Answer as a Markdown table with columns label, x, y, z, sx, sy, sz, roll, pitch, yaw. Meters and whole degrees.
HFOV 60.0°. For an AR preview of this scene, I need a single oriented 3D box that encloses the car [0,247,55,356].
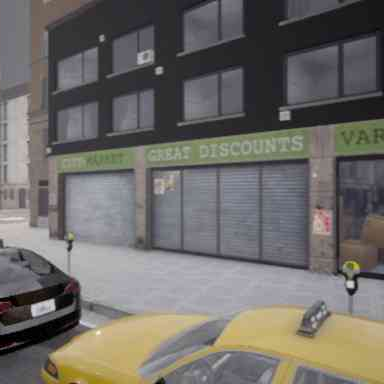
| label | x | y | z | sx | sy | sz | roll | pitch | yaw |
| --- | --- | --- | --- | --- | --- | --- | --- | --- | --- |
| car | -3.716 | 1.641 | 5.748 | 4.313 | 1.339 | 1.947 | -1 | 0 | 36 |

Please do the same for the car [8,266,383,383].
| label | x | y | z | sx | sy | sz | roll | pitch | yaw |
| --- | --- | --- | --- | --- | --- | --- | --- | --- | --- |
| car | 0.690 | 1.535 | 2.598 | 4.829 | 1.417 | 1.752 | -1 | 0 | 36 |
